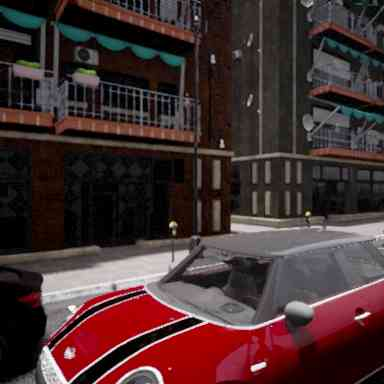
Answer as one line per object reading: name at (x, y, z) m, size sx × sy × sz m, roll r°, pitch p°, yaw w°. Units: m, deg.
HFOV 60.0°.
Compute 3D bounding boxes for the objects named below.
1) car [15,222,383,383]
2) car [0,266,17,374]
car at (0.697, 1.320, 3.848) m, size 4.553 × 1.767 × 2.097 m, roll -1°, pitch 0°, yaw -35°
car at (-3.950, 1.579, 3.745) m, size 4.313 × 1.339 × 1.947 m, roll -1°, pitch 1°, yaw -35°
